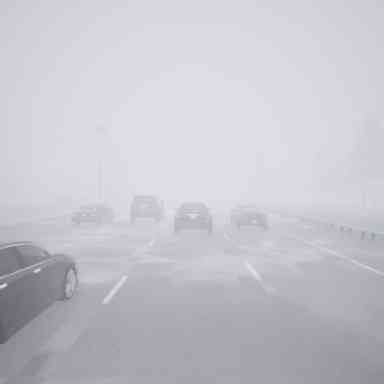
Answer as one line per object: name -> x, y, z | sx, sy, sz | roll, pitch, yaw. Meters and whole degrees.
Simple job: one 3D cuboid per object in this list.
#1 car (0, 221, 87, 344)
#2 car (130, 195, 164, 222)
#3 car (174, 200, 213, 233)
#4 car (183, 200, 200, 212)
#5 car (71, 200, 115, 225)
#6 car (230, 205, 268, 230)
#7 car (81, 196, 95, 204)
car -> -3.411, 1.502, 5.415 | 1.837, 1.490, 4.892 | 0, 0, 0
car -> -3.442, 1.220, 26.146 | 2.150, 2.045, 5.566 | 0, 0, 0
car -> 0.067, 1.353, 19.827 | 2.097, 1.767, 4.553 | 0, 0, 0
car -> -0.097, 1.603, 38.974 | 1.895, 1.301, 4.718 | 0, 0, -2
car -> -6.940, 1.542, 23.818 | 2.033, 1.411, 5.357 | 0, 0, 0
car -> 3.564, 1.531, 21.261 | 1.812, 1.442, 4.674 | 0, 0, 0
car -> -20.222, 1.481, 64.962 | 1.837, 1.490, 4.892 | 0, 0, -9
